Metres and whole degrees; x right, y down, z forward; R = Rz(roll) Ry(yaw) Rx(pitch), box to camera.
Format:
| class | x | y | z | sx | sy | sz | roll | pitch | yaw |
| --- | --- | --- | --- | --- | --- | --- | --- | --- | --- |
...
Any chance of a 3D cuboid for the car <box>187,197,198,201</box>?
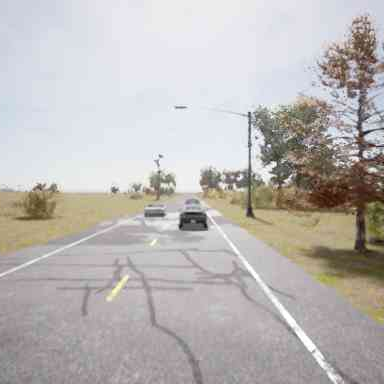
| class | x | y | z | sx | sy | sz | roll | pitch | yaw |
| --- | --- | --- | --- | --- | --- | --- | --- | --- | --- |
| car | 0.065 | 1.538 | 41.620 | 2.097 | 1.767 | 4.553 | 0 | 0 | 0 |

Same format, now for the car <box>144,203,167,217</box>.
| class | x | y | z | sx | sy | sz | roll | pitch | yaw |
| --- | --- | --- | --- | --- | --- | --- | --- | --- | --- |
| car | -3.622 | 1.750 | 33.126 | 1.895 | 1.301 | 4.718 | 0 | 0 | 0 |

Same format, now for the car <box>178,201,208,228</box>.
| class | x | y | z | sx | sy | sz | roll | pitch | yaw |
| --- | --- | --- | --- | --- | --- | --- | --- | --- | --- |
| car | 0.080 | 1.612 | 23.376 | 1.837 | 1.490 | 4.892 | 0 | 0 | 0 |
